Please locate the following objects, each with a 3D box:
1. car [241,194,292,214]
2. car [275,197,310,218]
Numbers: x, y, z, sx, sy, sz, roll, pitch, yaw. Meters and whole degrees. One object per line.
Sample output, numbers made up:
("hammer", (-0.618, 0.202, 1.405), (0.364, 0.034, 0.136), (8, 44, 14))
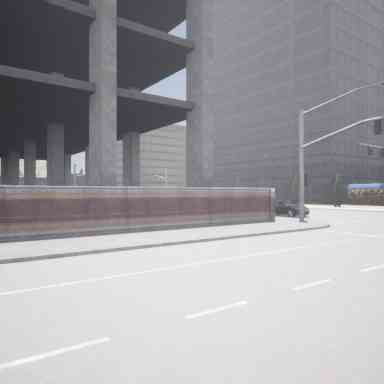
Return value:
("car", (8.223, 1.221, 37.318), (2.150, 2.045, 5.566), (0, 0, -36))
("car", (8.547, 1.505, 30.860), (1.837, 1.490, 4.892), (0, 0, -35))
